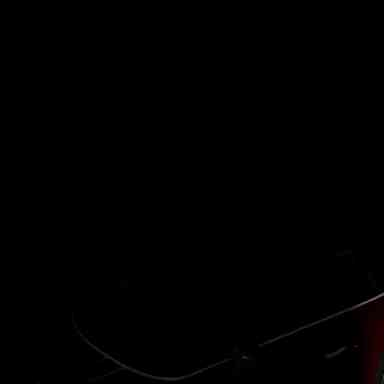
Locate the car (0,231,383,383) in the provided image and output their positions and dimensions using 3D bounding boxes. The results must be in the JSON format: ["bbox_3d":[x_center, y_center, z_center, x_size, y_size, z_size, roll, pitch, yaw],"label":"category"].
[{"bbox_3d":[0.133,1.352,3.164,4.553,1.767,2.097,0,0,-35],"label":"car"}]
